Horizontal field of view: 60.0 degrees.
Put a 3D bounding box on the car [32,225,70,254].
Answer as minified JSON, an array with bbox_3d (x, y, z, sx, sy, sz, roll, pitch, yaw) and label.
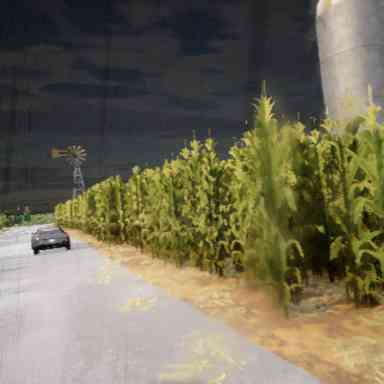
[{"bbox_3d":[-8.474,2.722,19.878,1.994,1.385,4.181,-5,-1,-26],"label":"car"}]
